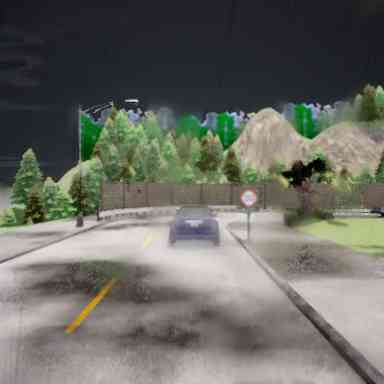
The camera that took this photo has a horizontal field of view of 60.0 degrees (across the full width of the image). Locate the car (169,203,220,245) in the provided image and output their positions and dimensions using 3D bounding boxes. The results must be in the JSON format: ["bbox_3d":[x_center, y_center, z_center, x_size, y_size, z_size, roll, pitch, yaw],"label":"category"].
[{"bbox_3d":[0.106,1.342,15.500,2.097,1.767,4.553,0,0,0],"label":"car"}]

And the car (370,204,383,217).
[{"bbox_3d":[18.578,1.529,29.144,5.357,1.411,2.033,0,0,-4],"label":"car"}]
